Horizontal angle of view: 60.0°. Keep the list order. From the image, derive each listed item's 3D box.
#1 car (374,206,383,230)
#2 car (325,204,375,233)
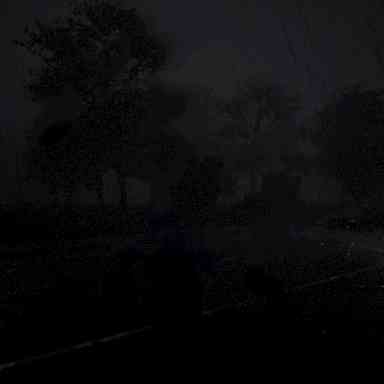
[{"bbox_3d":[11.553,1.503,16.688,4.902,1.511,2.128,0,0,-36],"label":"car"},{"bbox_3d":[9.925,1.491,19.832,5.008,1.535,1.882,0,0,-36],"label":"car"}]
